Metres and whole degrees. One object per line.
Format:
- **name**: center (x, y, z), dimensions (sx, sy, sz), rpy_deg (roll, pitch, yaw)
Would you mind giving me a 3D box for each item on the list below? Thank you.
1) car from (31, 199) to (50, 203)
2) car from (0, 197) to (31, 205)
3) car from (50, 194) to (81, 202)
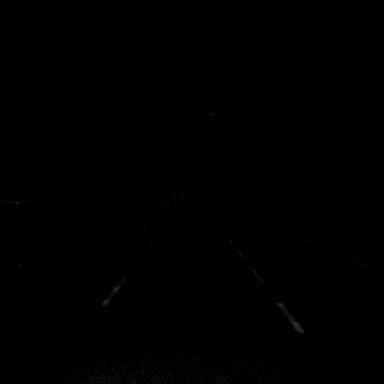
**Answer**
- **car**: center (-21.063, 1.642, 48.355), dimensions (1.994, 1.385, 4.181), rpy_deg (0, 0, 0)
- **car**: center (-24.566, 1.551, 47.041), dimensions (1.882, 1.535, 5.008), rpy_deg (0, 0, 0)
- **car**: center (-17.574, 1.296, 47.409), dimensions (2.150, 2.045, 5.566), rpy_deg (0, 0, 0)
